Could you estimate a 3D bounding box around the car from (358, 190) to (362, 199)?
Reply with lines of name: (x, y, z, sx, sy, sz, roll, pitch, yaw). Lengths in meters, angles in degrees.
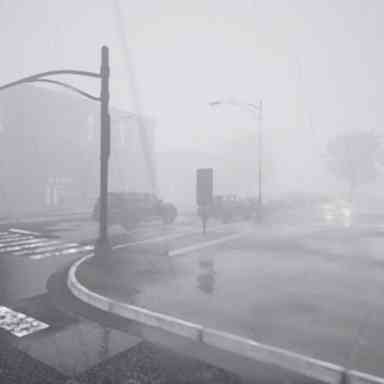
car: (30.672, 0.693, 63.504, 1.802, 1.307, 4.206, 2, 2, 35)

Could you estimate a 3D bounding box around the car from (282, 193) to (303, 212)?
car: (8.587, 1.140, 31.604, 2.008, 1.369, 4.403, 2, 2, 35)

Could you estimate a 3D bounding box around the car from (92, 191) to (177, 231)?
car: (-3.160, 0.976, 19.369, 2.150, 2.045, 5.566, 1, 1, 35)

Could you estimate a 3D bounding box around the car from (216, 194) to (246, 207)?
car: (4.845, 0.972, 40.920, 1.947, 1.339, 4.313, 2, 2, 35)

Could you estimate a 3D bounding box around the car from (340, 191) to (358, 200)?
car: (27.518, 0.731, 58.945, 2.008, 1.369, 4.403, 2, 2, 35)

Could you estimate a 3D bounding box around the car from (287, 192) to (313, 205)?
car: (14.597, 0.855, 44.929, 1.882, 1.535, 5.008, 1, 1, 35)

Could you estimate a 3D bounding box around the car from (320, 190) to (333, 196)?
car: (33.241, 0.337, 81.933, 2.008, 1.369, 4.403, 2, 2, 35)

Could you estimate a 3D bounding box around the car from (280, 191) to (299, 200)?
car: (17.369, 0.661, 59.007, 1.752, 1.417, 4.829, 2, 2, 35)

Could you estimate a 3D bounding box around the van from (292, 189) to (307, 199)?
van: (20.623, 0.406, 63.699, 1.690, 1.788, 3.998, 2, 2, 35)

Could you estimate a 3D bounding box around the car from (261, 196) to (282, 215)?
car: (5.434, 1.097, 27.043, 1.967, 1.590, 4.097, 2, 2, 35)

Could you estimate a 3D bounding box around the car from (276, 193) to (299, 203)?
car: (14.375, 0.886, 49.975, 1.895, 1.301, 4.718, 1, 1, 35)

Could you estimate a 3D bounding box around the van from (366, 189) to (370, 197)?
van: (40.142, 0.243, 77.170, 1.690, 1.788, 3.998, 2, 2, 35)

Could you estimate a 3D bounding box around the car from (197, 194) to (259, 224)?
car: (2.280, 1.039, 22.483, 2.192, 1.841, 5.009, 2, 2, 35)

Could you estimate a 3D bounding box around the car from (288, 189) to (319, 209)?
car: (11.746, 0.837, 36.155, 2.192, 1.841, 5.009, 2, 2, 35)

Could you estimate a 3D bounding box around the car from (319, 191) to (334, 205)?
car: (18.053, 0.952, 45.275, 1.947, 1.339, 4.313, 2, 2, 35)

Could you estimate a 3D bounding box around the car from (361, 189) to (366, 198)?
car: (33.925, 0.564, 68.199, 1.752, 1.417, 4.829, 2, 2, 35)
